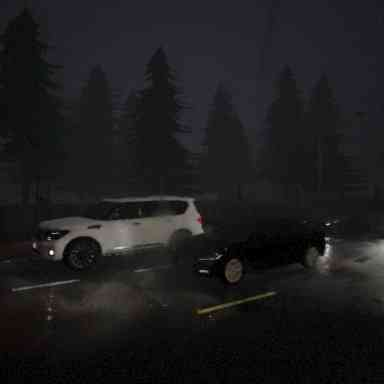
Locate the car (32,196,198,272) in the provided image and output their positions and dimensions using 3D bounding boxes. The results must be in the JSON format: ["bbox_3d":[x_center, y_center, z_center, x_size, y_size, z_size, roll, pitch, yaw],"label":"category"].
[{"bbox_3d":[-2.193,1.163,11.019,5.566,2.045,2.150,0,0,-35],"label":"car"}]

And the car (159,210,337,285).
[{"bbox_3d":[1.784,1.435,9.549,5.008,1.535,1.882,0,0,-35],"label":"car"}]

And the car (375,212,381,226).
[{"bbox_3d":[11.468,1.438,16.394,4.902,1.511,2.128,0,0,-35],"label":"car"}]

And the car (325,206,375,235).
[{"bbox_3d":[8.441,1.475,18.547,5.357,1.411,2.033,0,0,-35],"label":"car"}]
